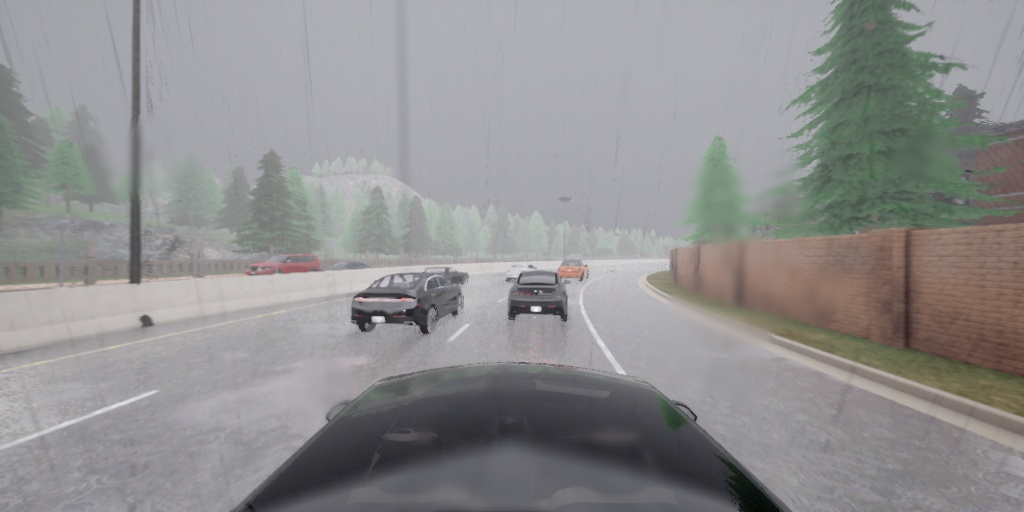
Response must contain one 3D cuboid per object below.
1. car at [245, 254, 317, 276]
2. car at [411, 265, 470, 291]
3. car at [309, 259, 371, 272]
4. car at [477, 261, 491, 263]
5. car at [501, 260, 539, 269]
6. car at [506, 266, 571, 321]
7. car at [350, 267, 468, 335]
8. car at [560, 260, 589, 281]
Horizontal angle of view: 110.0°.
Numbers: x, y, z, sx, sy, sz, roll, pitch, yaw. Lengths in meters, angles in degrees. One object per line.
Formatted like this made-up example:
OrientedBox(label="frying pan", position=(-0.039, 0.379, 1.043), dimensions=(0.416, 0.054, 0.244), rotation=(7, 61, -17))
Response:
OrientedBox(label="car", position=(-17.562, 0.873, 27.921), dimensions=(2.150, 2.045, 5.566), rotation=(0, 0, 15))
OrientedBox(label="car", position=(-4.320, 1.315, 22.503), dimensions=(1.895, 1.301, 4.718), rotation=(0, 0, 13))
OrientedBox(label="car", position=(-13.586, 1.171, 29.196), dimensions=(1.837, 1.490, 4.892), rotation=(0, 0, 16))
OrientedBox(label="car", position=(-3.784, 1.301, 45.342), dimensions=(1.895, 1.301, 4.718), rotation=(0, 0, 26))
OrientedBox(label="car", position=(0.886, 1.260, 28.213), dimensions=(1.812, 1.442, 4.674), rotation=(0, 0, 17))
OrientedBox(label="car", position=(0.979, 1.251, 12.560), dimensions=(1.837, 1.490, 4.892), rotation=(0, 0, 7))
OrientedBox(label="car", position=(-2.774, 1.222, 10.513), dimensions=(2.128, 1.511, 4.902), rotation=(0, 0, 6))
OrientedBox(label="car", position=(5.162, 1.105, 29.939), dimensions=(2.097, 1.767, 4.553), rotation=(0, 0, 19))
